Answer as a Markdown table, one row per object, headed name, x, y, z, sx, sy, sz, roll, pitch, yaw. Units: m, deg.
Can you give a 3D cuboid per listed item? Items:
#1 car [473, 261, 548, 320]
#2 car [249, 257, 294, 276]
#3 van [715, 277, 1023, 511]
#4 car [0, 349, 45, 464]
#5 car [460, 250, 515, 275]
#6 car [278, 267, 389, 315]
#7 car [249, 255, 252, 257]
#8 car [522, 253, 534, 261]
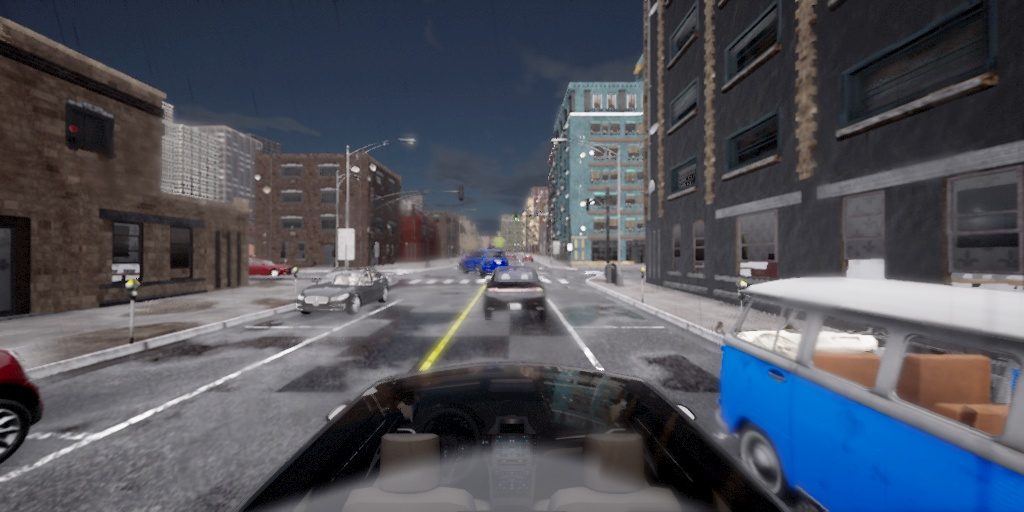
| name | x | y | z | sx | sy | sz | roll | pitch | yaw |
| --- | --- | --- | --- | --- | --- | --- | --- | --- | --- |
| car | 0.102 | 1.079 | 11.894 | 2.128 | 1.511 | 4.902 | 0 | 1 | 0 |
| car | -19.290 | 0.944 | 27.825 | 4.507 | 1.381 | 1.888 | 0 | 0 | 1 |
| van | 2.692 | 1.090 | 1.756 | 1.690 | 1.789 | 3.998 | 0 | 0 | 0 |
| car | -5.689 | 1.189 | 1.765 | 1.967 | 1.591 | 4.097 | 0 | 0 | 0 |
| car | -2.261 | 0.546 | 28.369 | 2.150 | 2.045 | 5.566 | 0 | 1 | -28 |
| car | -5.688 | 1.126 | 12.577 | 2.007 | 1.370 | 4.403 | 0 | 0 | 0 |
| car | -23.616 | 0.664 | 30.589 | 5.566 | 2.045 | 2.150 | 0 | 0 | 1 |
| car | 2.700 | 0.220 | 61.955 | 1.967 | 1.591 | 4.097 | 0 | 0 | 0 |
